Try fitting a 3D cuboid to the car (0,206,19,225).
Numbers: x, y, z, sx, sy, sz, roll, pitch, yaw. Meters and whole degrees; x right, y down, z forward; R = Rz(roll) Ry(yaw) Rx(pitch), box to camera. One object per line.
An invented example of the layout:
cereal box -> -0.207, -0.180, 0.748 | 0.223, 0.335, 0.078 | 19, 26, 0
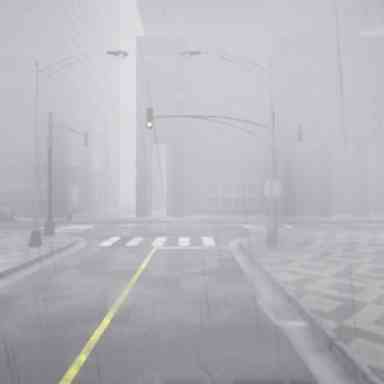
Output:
car -> -14.527, 1.613, 23.060 | 4.674, 1.442, 1.812 | 0, -1, 0
